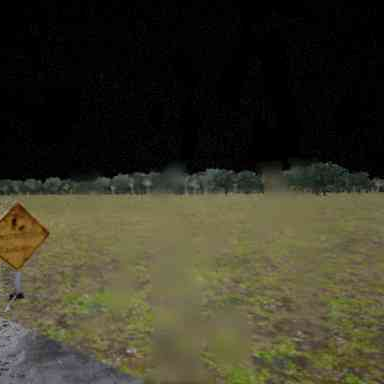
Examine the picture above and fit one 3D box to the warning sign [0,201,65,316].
[{"bbox_3d":[-3.290,1.122,6.263,1.060,1.860,1.300,0,0,35],"label":"warning sign"}]
